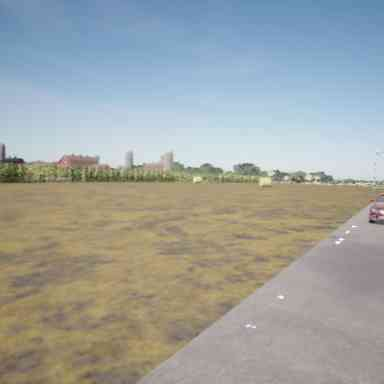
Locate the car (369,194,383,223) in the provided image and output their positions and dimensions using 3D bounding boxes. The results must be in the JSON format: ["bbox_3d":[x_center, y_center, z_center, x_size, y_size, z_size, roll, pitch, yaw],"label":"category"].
[{"bbox_3d":[10.440,0.813,17.331,1.812,1.442,4.674,4,4,32],"label":"car"}]
